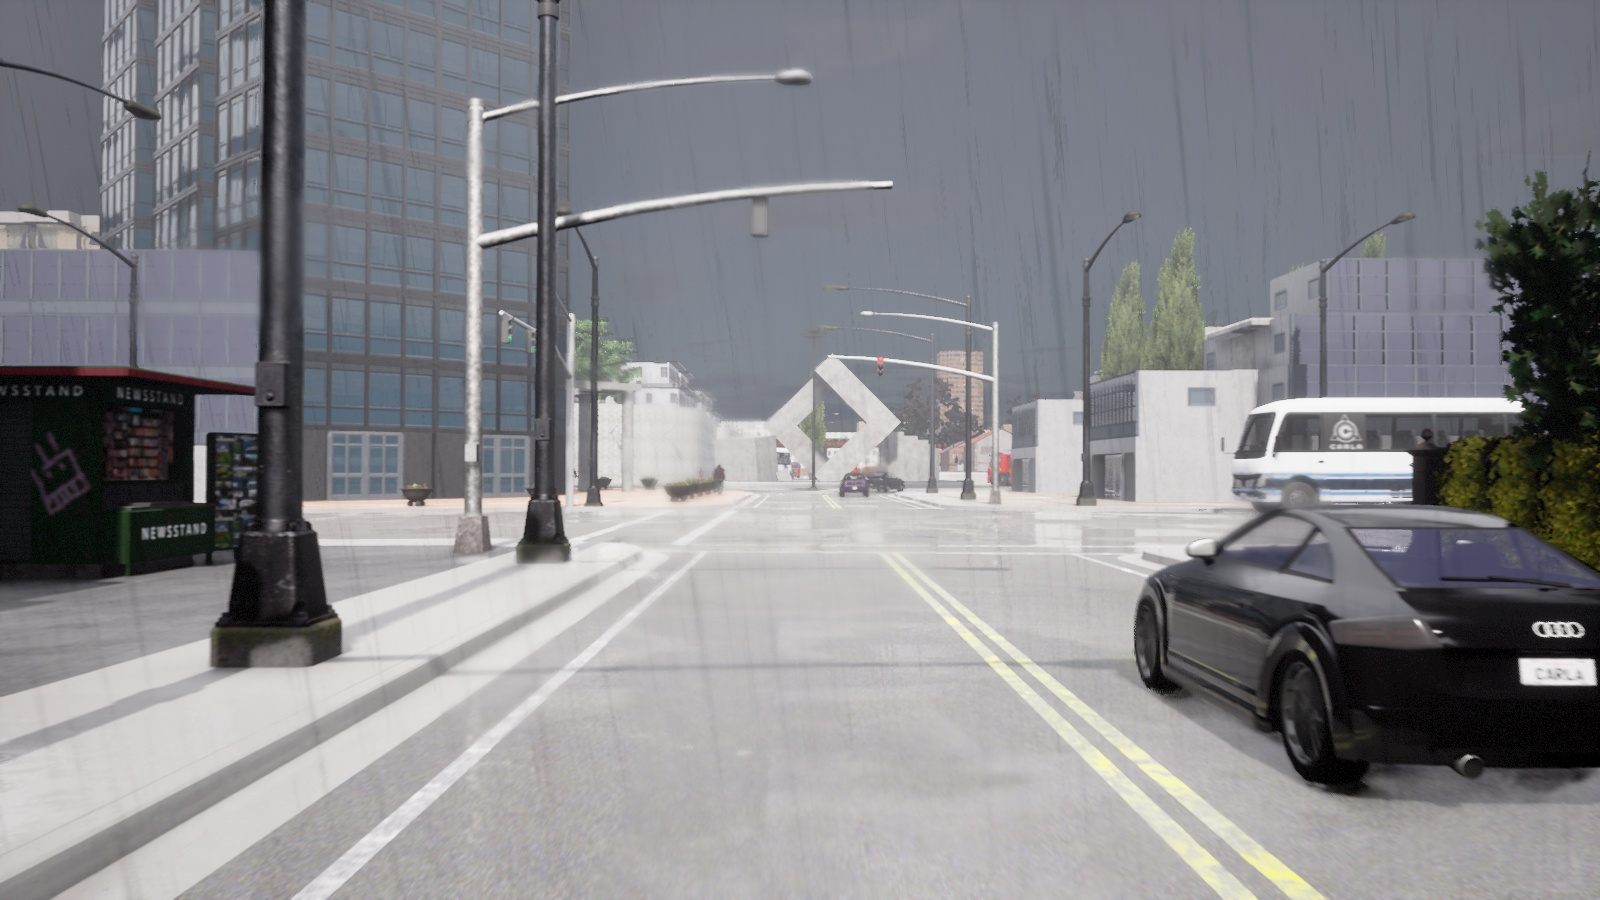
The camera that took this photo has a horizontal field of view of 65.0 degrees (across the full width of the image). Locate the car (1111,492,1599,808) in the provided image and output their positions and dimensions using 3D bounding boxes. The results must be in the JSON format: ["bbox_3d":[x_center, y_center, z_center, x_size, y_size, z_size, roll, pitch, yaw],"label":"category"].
[{"bbox_3d":[3.481,0.997,7.907,1.994,1.385,4.181,0,-1,0],"label":"car"}]

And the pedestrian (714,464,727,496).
[{"bbox_3d":[-4.574,1.706,72.179,0.634,1.844,0.899,0,-1,4],"label":"pedestrian"}]

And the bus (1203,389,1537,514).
[{"bbox_3d":[20.442,0.089,45.637,10.273,4.253,3.944,-1,-1,0],"label":"bus"}]

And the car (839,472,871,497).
[{"bbox_3d":[3.351,2.113,77.557,1.816,1.474,4.193,0,-1,1],"label":"car"}]

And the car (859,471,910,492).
[{"bbox_3d":[6.222,2.287,92.069,2.128,1.511,4.902,-1,-1,25],"label":"car"}]
